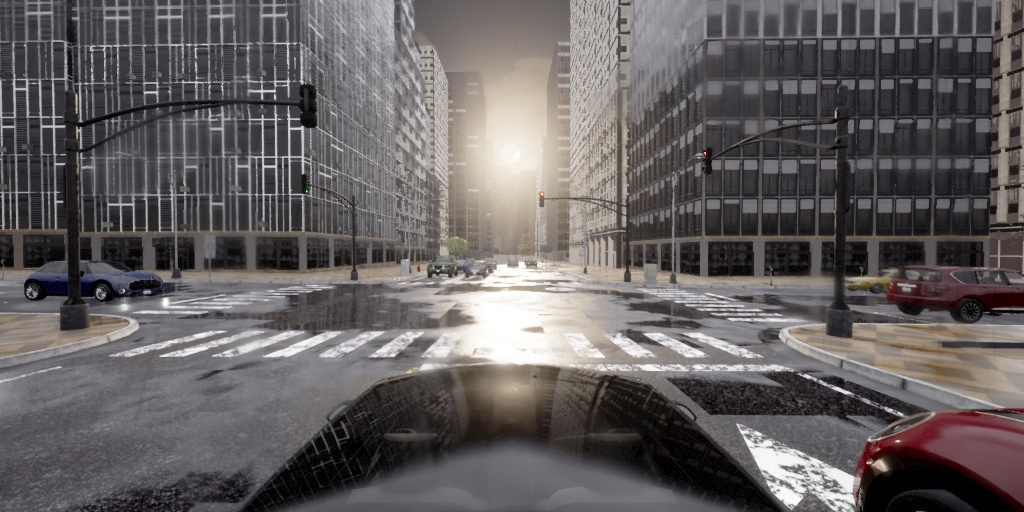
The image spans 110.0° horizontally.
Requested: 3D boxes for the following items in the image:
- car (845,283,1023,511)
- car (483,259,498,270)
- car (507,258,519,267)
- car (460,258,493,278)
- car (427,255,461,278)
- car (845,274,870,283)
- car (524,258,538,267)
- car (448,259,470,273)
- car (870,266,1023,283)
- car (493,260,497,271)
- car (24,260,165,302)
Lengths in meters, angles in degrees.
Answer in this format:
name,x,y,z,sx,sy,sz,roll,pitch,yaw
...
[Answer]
name,x,y,z,sx,sy,sz,roll,pitch,yaw
car,3.253,1.103,0.410,2.097,1.767,4.553,0,0,0
car,-3.176,1.261,53.925,2.033,1.411,5.357,0,0,0
car,0.199,1.267,63.362,1.994,1.385,4.181,0,0,0
car,-3.246,1.224,33.941,2.128,1.511,4.902,0,0,1
car,-6.487,0.954,34.183,2.150,2.045,5.566,0,0,0
car,21.862,1.409,20.791,4.829,1.417,1.751,0,0,1
car,3.449,1.303,63.380,1.895,1.301,4.718,0,0,0
car,-6.464,1.201,44.148,1.882,1.535,5.008,0,0,0
car,16.224,1.281,12.525,5.009,1.841,2.192,0,0,1
car,-3.218,1.325,43.222,1.895,1.301,4.718,0,0,0
car,-18.151,0.971,15.742,4.553,1.767,2.097,1,1,3
